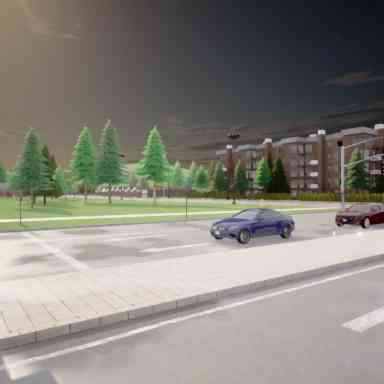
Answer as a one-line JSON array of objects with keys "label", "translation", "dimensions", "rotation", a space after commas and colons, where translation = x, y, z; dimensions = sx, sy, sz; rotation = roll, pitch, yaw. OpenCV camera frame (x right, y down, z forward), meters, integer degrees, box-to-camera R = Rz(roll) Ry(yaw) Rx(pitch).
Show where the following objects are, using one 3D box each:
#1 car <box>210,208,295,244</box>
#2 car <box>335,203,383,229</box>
[{"label": "car", "translation": [3.004, 1.526, 15.935], "dimensions": [4.674, 1.442, 1.812], "rotation": [0, 0, -36]}, {"label": "car", "translation": [11.445, 1.478, 21.925], "dimensions": [5.008, 1.535, 1.882], "rotation": [0, 0, -35]}]
